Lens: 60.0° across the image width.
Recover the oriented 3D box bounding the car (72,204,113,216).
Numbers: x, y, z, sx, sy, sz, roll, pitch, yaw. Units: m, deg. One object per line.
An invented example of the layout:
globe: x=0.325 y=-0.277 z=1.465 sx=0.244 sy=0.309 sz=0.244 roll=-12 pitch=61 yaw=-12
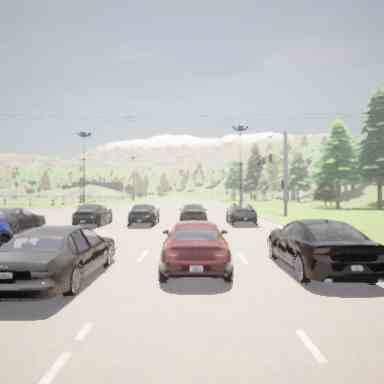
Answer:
car: x=-6.907 y=1.596 z=23.458 sx=1.837 sy=1.490 sz=4.892 roll=0 pitch=0 yaw=0

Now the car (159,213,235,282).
car: x=0.098 y=1.563 z=9.745 sx=1.812 sy=1.442 sz=4.674 roll=0 pitch=0 yaw=0

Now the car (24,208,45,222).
car: x=-10.406 y=1.620 z=19.261 sx=2.033 sy=1.411 sz=5.357 roll=0 pitch=0 yaw=0

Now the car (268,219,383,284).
car: x=3.597 y=1.515 z=9.716 sx=1.882 sy=1.535 sz=5.008 roll=0 pitch=0 yaw=0

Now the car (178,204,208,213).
car: x=0.093 y=1.598 z=23.979 sx=1.837 sy=1.490 sz=4.892 roll=0 pitch=0 yaw=0

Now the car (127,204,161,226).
car: x=-3.409 y=1.598 z=23.949 sx=1.837 sy=1.490 sz=4.892 roll=0 pitch=0 yaw=0

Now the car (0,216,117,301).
car: x=-3.406 y=1.580 z=8.577 sx=2.033 sy=1.411 sz=5.357 roll=0 pitch=0 yaw=0

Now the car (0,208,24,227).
car: x=-6.903 y=1.255 z=8.593 sx=2.150 sy=2.045 sz=5.566 roll=0 pitch=0 yaw=0

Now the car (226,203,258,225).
car: x=3.592 y=1.586 z=24.559 sx=2.128 sy=1.511 sz=4.902 roll=0 pitch=0 yaw=0
